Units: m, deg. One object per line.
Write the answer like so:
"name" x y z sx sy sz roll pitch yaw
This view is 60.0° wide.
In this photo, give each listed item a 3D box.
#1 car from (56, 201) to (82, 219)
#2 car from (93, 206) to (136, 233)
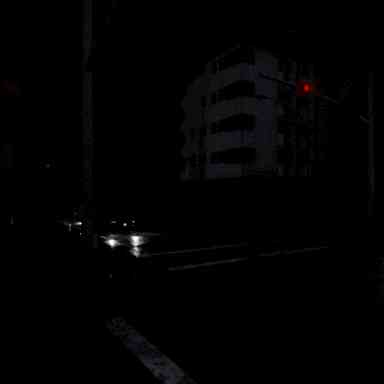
"car" -11.451 1.659 31.275 2.128 1.511 4.902 0 0 -32
"car" -5.230 1.673 21.539 1.837 1.490 4.892 0 0 -33
